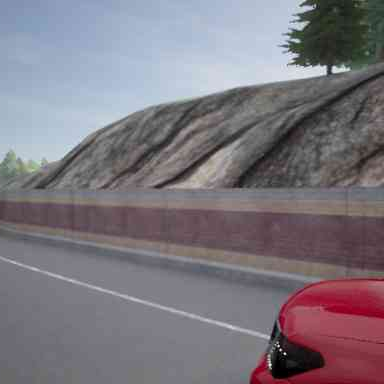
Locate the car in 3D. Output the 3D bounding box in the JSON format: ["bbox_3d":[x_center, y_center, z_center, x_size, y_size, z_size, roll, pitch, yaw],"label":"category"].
[{"bbox_3d":[3.129,1.232,1.815,5.566,2.045,2.150,0,0,35],"label":"car"}]
